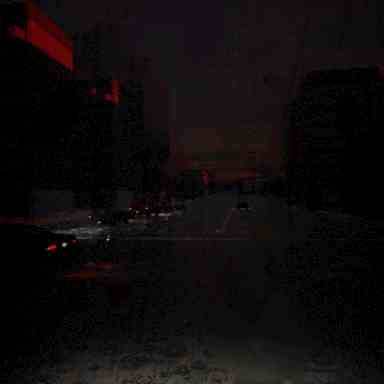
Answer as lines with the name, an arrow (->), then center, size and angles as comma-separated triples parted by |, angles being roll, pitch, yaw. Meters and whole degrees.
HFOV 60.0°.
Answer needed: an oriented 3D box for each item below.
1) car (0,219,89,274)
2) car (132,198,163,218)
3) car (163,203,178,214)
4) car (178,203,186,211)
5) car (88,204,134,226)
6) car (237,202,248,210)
car -> -6.409, 1.725, 10.729 | 5.357, 1.411, 2.033 | -1, 0, 9
car -> -5.074, 1.699, 35.856 | 2.150, 2.045, 5.566 | -1, -1, 8
car -> -3.649, 2.269, 45.654 | 1.994, 1.385, 4.181 | -1, -2, 9
car -> -2.258, 2.535, 55.445 | 1.895, 1.301, 4.718 | -1, -1, 8
car -> -6.412, 1.914, 26.246 | 1.895, 1.301, 4.718 | -1, -1, 8
car -> 9.011, 2.397, 59.293 | 1.994, 1.385, 4.181 | -1, -1, 8
